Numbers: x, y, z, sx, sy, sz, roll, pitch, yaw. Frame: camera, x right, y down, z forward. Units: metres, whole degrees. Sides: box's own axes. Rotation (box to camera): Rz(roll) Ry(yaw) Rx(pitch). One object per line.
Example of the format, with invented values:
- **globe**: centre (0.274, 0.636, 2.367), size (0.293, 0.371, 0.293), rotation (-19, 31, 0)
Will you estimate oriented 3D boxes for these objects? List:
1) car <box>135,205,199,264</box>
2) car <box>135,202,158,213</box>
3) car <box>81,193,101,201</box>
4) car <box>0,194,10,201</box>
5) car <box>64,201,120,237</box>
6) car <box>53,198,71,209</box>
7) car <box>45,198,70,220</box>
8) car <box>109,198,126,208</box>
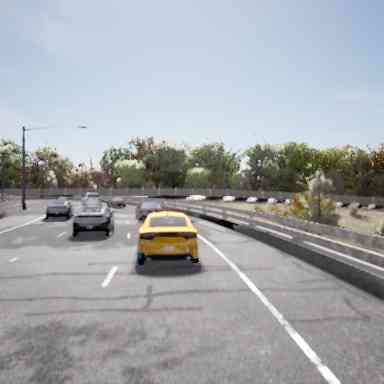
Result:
- **car**: centre (-0.899, 1.456, 11.901), size (1.882, 1.535, 5.008), rotation (0, 0, -6)
- **car**: centre (-3.555, 1.504, 27.170), size (2.033, 1.411, 5.357), rotation (0, 0, -15)
- **car**: centre (-13.942, 1.175, 45.862), size (2.150, 2.045, 5.566), rotation (0, 0, -25)
- **car**: centre (-47.056, 1.363, 82.264), size (4.553, 1.767, 2.097), rotation (0, 0, 37)
- **car**: centre (-5.289, 1.475, 18.249), size (2.128, 1.511, 4.902), rotation (0, 0, -10)
- **car**: centre (-18.033, 1.536, 46.018), size (1.994, 1.385, 4.181), rotation (0, 0, -26)
- **car**: centre (-11.147, 1.475, 28.161), size (2.128, 1.511, 4.902), rotation (0, 0, -16)
- **car**: centre (-10.886, 1.489, 47.520), size (2.033, 1.411, 5.357), rotation (0, 0, -26)
